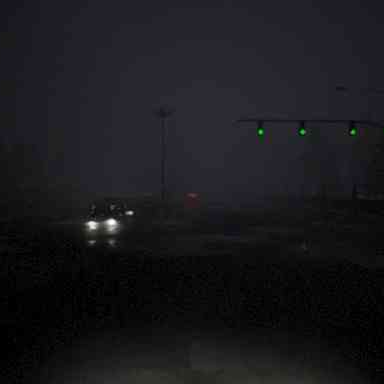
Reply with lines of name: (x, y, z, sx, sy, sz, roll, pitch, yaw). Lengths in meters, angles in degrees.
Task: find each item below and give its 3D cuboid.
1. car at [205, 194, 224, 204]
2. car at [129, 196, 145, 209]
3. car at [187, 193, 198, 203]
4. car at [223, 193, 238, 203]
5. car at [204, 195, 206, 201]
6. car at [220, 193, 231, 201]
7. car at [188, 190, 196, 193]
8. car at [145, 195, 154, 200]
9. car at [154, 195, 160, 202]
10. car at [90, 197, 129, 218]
car: (3.623, 1.310, 54.006, 1.895, 1.301, 4.718, 0, 0, 0)
car: (-7.072, 1.343, 37.893, 2.033, 1.411, 5.357, 0, 0, 0)
car: (0.025, 1.281, 59.390, 1.895, 1.301, 4.718, 0, 0, 0)
car: (7.025, 1.160, 58.939, 1.882, 1.535, 5.008, 0, 0, 0)
car: (3.530, 1.103, 69.599, 1.882, 1.535, 5.008, 0, 0, 0)
car: (7.030, 0.983, 69.358, 1.812, 1.442, 4.674, 0, 0, 0)
car: (0.030, 0.684, 69.390, 2.150, 2.045, 5.566, 0, 0, 0)
car: (-7.051, 1.268, 47.869, 1.812, 1.442, 4.674, 0, 0, 0)
car: (-6.979, 1.235, 61.054, 1.994, 1.385, 4.181, 0, 0, 0)
car: (-7.077, 1.199, 28.386, 2.097, 1.767, 4.553, 0, 0, 0)
